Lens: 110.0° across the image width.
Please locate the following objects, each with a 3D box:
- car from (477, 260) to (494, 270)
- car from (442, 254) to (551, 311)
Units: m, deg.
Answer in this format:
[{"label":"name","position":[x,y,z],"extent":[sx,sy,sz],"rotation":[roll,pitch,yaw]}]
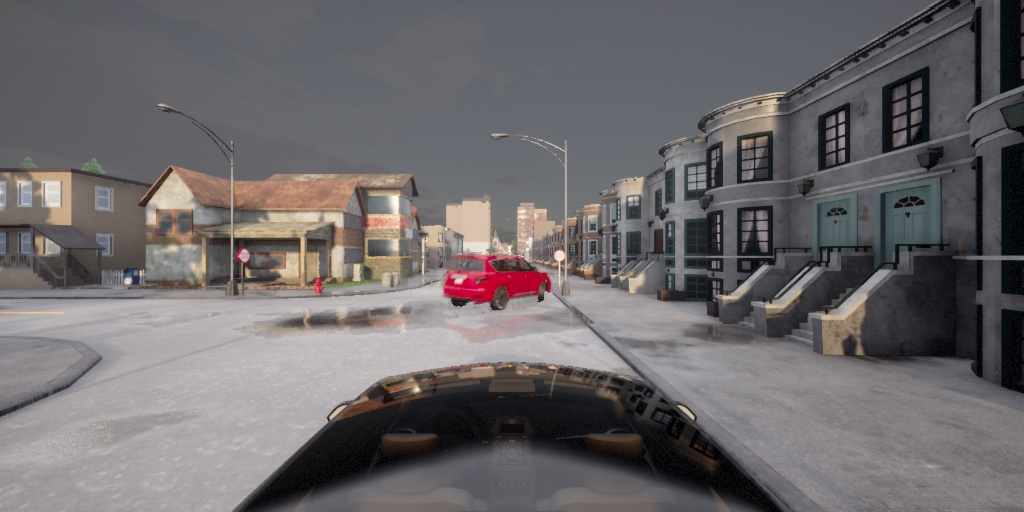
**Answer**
[{"label":"car","position":[-3.935,1.297,53.879],"extent":[2.033,1.411,5.357],"rotation":[0,0,1]},{"label":"car","position":[-0.426,0.971,14.760],"extent":[2.150,2.045,5.566],"rotation":[2,1,33]}]
